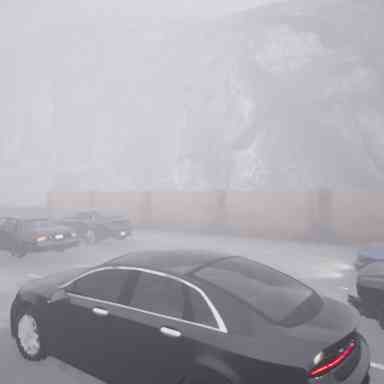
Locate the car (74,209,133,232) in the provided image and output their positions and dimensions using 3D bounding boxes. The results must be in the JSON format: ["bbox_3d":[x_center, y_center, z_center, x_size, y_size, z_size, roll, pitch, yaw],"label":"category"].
[{"bbox_3d":[-5.034,1.586,16.183,4.892,1.490,1.837,0,0,36],"label":"car"}]

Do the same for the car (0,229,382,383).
[{"bbox_3d":[-0.462,1.524,4.331,4.892,1.490,1.837,0,0,35],"label":"car"}]

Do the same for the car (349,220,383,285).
[{"bbox_3d":[6.789,1.541,7.750,5.357,1.411,2.033,0,0,35],"label":"car"}]

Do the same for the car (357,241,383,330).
[{"bbox_3d":[4.906,1.593,4.802,4.718,1.301,1.895,0,0,35],"label":"car"}]

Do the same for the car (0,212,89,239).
[{"bbox_3d":[-6.665,1.624,13.044,5.357,1.411,2.033,0,0,36],"label":"car"}]
